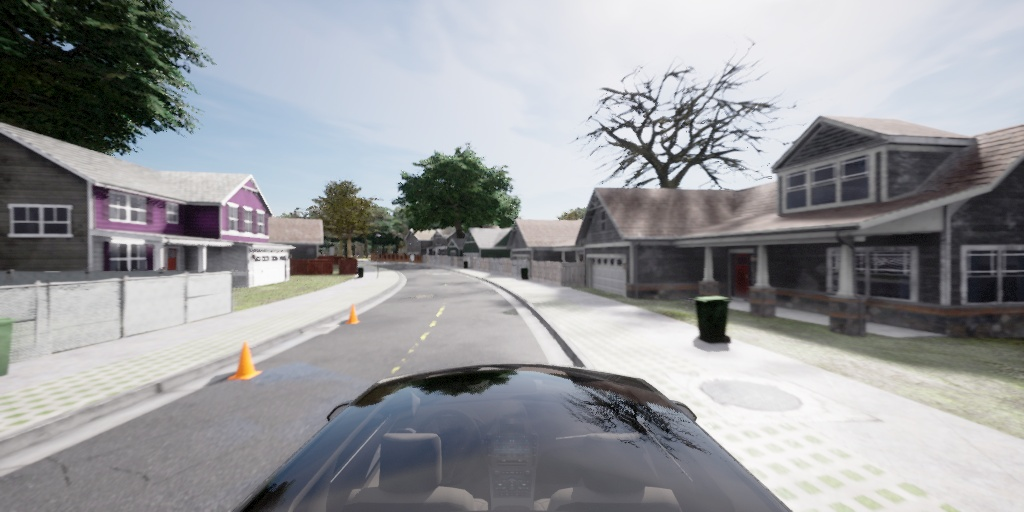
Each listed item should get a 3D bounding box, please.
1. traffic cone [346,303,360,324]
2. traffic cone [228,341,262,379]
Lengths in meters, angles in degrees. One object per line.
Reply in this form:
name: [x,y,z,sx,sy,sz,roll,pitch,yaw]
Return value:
traffic cone: [-4.841,1.732,10.925,0.340,0.580,0.340,0,0,-5]
traffic cone: [-4.496,1.730,6.053,0.340,0.580,0.340,0,0,-3]
